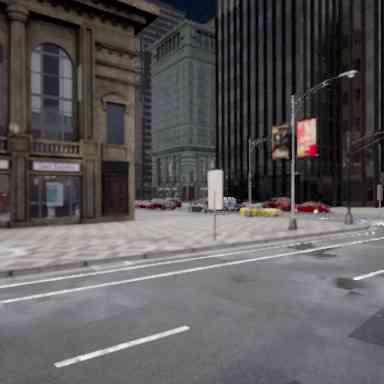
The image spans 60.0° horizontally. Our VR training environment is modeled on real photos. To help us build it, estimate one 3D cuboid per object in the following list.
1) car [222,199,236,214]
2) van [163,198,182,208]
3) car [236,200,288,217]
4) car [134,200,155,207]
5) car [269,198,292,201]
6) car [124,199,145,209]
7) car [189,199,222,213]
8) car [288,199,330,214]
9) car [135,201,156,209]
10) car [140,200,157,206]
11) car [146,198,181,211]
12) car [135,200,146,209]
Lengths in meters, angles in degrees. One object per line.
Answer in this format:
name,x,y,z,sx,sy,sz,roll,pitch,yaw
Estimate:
car,4.344,1.948,42.260,2.033,1.411,5.357,0,-1,-35
van,-3.761,2.015,63.841,1.690,1.788,3.998,-1,0,-35
car,7.023,1.825,33.866,1.752,1.417,4.829,-1,0,-35
car,-9.740,2.320,67.449,2.033,1.411,5.357,0,-1,-35
car,10.939,1.644,43.084,2.192,1.841,5.009,-1,0,-35
car,-10.047,2.140,57.908,1.967,1.590,4.097,-1,0,-35
car,1.268,1.986,41.972,2.008,1.369,4.403,-1,0,-35
car,13.884,1.804,38.932,1.887,1.381,4.507,-1,0,-35
car,-8.555,2.304,60.594,1.895,1.301,4.718,0,-1,-35
car,-9.380,2.384,71.698,1.802,1.307,4.206,-1,0,-35
car,-4.394,1.883,49.940,2.192,1.841,5.009,-1,0,-35
car,-7.217,2.179,53.924,1.887,1.381,4.507,-1,0,-35
